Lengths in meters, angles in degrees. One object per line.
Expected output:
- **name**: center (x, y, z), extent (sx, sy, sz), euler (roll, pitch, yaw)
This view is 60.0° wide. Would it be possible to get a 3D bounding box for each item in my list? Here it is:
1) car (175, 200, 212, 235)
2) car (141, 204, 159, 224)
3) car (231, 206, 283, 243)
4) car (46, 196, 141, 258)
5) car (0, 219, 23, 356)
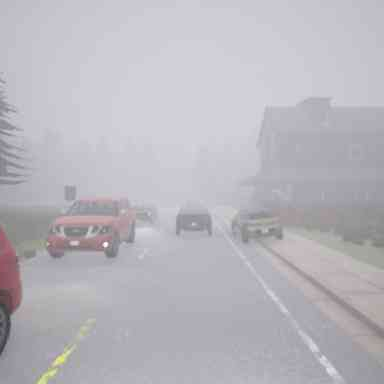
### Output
- **car**: center (0.094, 1.451, 18.785), extent (1.882, 1.535, 5.008), euler (0, 0, 0)
- **car**: center (-3.578, 1.566, 24.501), extent (1.895, 1.301, 4.718), euler (0, 0, 0)
- **car**: center (2.967, 1.433, 16.042), extent (1.816, 1.474, 4.193), euler (-6, 1, -2)
- **car**: center (-3.597, 1.202, 12.975), extent (2.150, 2.045, 5.566), euler (0, 0, 0)
- **car**: center (-3.599, 1.219, 2.730), extent (2.150, 2.045, 5.566), euler (0, 0, 0)
